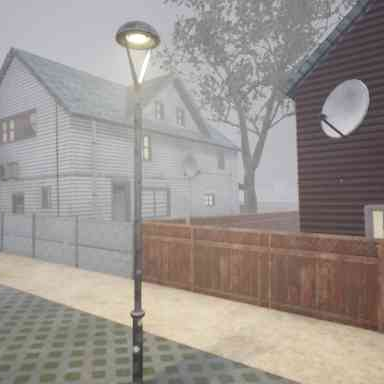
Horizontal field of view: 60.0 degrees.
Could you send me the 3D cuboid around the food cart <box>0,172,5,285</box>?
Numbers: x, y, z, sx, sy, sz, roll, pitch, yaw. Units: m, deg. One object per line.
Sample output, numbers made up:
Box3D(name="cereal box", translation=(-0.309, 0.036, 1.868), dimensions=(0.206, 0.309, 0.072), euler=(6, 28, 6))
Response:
Box3D(name="food cart", translation=(-6.993, 0.467, 8.175), dimensions=(4.660, 3.560, 2.280), euler=(-2, 1, 35))
